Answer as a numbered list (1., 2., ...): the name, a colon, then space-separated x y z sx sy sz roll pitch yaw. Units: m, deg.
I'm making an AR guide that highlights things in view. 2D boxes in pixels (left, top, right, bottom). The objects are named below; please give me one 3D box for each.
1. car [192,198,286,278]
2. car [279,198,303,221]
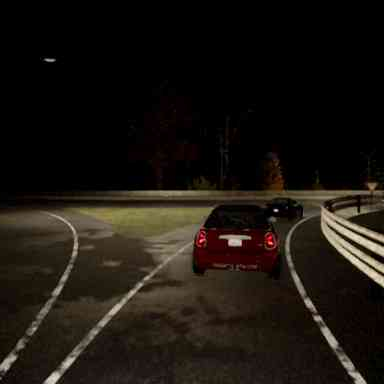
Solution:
1. car: 1.375 1.129 9.694 2.097 1.767 4.553 0 1 11
2. car: 6.127 1.061 22.230 1.994 1.385 4.181 1 1 29
